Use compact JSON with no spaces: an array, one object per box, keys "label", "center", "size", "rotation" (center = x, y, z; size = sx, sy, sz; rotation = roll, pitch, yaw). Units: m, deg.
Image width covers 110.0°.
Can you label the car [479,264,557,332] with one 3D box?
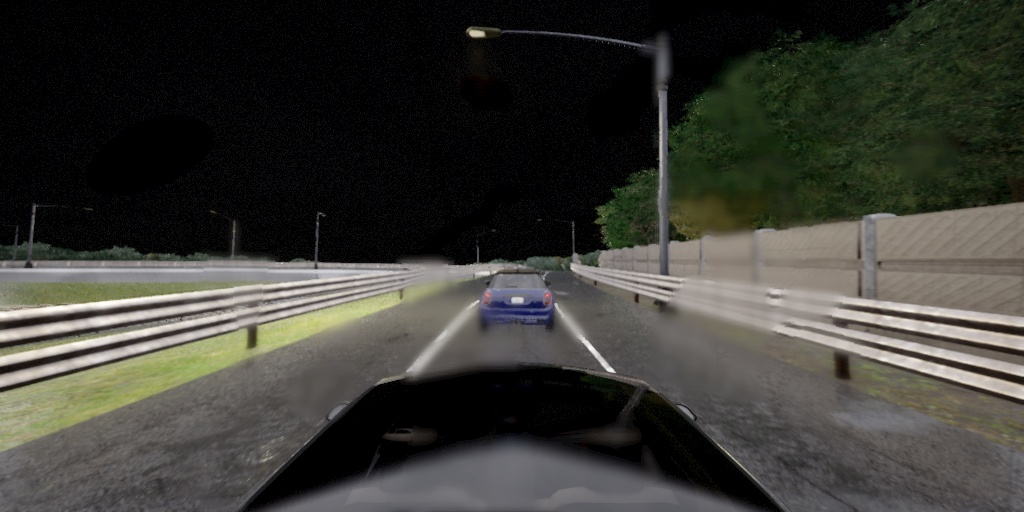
[{"label":"car","center":[0.189,1.189,11.409],"size":[2.097,1.767,4.553],"rotation":[0,-1,1]}]
